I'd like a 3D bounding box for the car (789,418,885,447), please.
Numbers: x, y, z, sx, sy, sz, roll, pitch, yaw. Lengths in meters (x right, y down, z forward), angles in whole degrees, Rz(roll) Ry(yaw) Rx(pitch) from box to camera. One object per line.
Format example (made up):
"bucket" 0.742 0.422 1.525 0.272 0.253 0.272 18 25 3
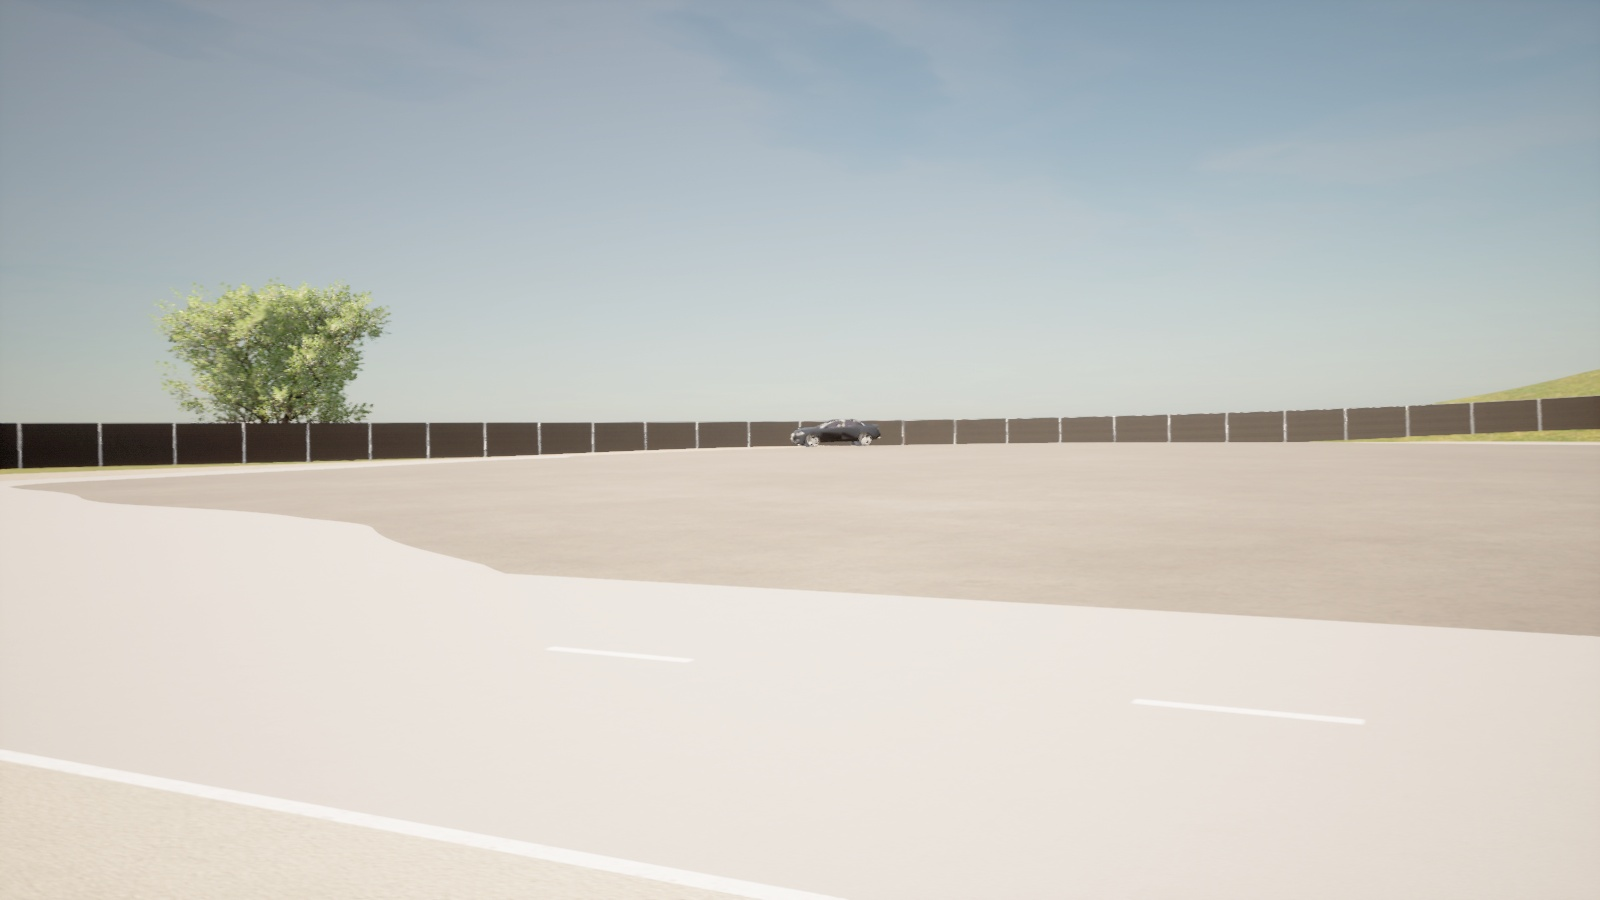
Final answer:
"car" 1.986 -0.946 68.329 4.902 1.511 2.128 -1 0 -10
